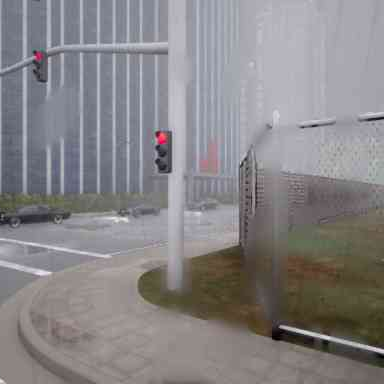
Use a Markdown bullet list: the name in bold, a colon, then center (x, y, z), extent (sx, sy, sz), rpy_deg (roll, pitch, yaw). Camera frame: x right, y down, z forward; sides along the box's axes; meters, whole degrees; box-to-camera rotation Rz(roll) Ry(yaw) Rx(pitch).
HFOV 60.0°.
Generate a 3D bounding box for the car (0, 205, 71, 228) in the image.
- **car**: center (-10.612, 1.545, 22.065), extent (1.895, 1.301, 4.718), rpy_deg (0, 0, 36)

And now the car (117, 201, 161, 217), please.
- **car**: center (-4.765, 1.508, 30.208), extent (1.994, 1.385, 4.181), rpy_deg (0, 0, 36)

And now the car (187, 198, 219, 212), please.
- **car**: center (1.376, 1.448, 38.748), extent (1.837, 1.490, 4.892), rpy_deg (0, 0, 36)
